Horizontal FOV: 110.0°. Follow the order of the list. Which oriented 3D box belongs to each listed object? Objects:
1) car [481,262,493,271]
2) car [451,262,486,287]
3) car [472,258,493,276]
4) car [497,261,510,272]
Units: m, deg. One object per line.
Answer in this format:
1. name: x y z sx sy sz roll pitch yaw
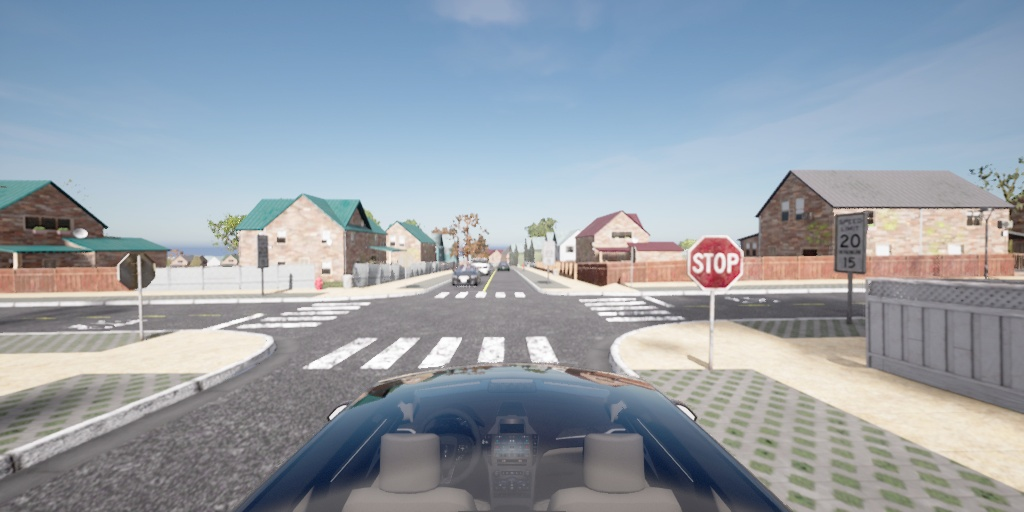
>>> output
1. car: -4.196 1.821 61.532 1.837 1.490 4.892 0 -1 -2
2. car: -3.312 1.407 26.543 2.128 1.511 4.902 0 0 -2
3. car: -3.741 1.274 41.987 2.150 2.045 5.566 0 0 -1
4. car: -1.318 1.788 57.004 1.994 1.385 4.181 0 -1 -2
